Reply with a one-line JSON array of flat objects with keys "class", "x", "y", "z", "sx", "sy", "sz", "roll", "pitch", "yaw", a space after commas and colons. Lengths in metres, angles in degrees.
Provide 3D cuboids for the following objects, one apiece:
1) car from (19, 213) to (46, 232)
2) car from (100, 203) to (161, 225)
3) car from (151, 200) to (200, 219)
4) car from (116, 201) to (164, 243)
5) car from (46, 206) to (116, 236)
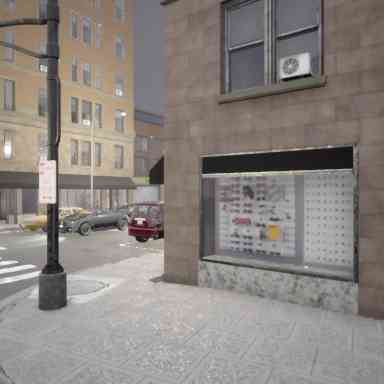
[{"class": "car", "x": -7.815, "y": 1.519, "z": 20.096, "sx": 1.752, "sy": 1.417, "sz": 4.829, "roll": 0, "pitch": 0, "yaw": 35}, {"class": "car", "x": -4.489, "y": 1.548, "z": 24.880, "sx": 1.947, "sy": 1.339, "sz": 4.313, "roll": 0, "pitch": 0, "yaw": 35}, {"class": "car", "x": -1.359, "y": 1.496, "z": 29.383, "sx": 1.752, "sy": 1.417, "sz": 4.829, "roll": 0, "pitch": 0, "yaw": 35}, {"class": "car", "x": -0.732, "y": 1.305, "z": 15.346, "sx": 2.192, "sy": 1.841, "sz": 5.009, "roll": 0, "pitch": 0, "yaw": 35}, {"class": "car", "x": -5.515, "y": 1.557, "z": 18.573, "sx": 1.994, "sy": 1.385, "sz": 4.181, "roll": 0, "pitch": 0, "yaw": 35}]
